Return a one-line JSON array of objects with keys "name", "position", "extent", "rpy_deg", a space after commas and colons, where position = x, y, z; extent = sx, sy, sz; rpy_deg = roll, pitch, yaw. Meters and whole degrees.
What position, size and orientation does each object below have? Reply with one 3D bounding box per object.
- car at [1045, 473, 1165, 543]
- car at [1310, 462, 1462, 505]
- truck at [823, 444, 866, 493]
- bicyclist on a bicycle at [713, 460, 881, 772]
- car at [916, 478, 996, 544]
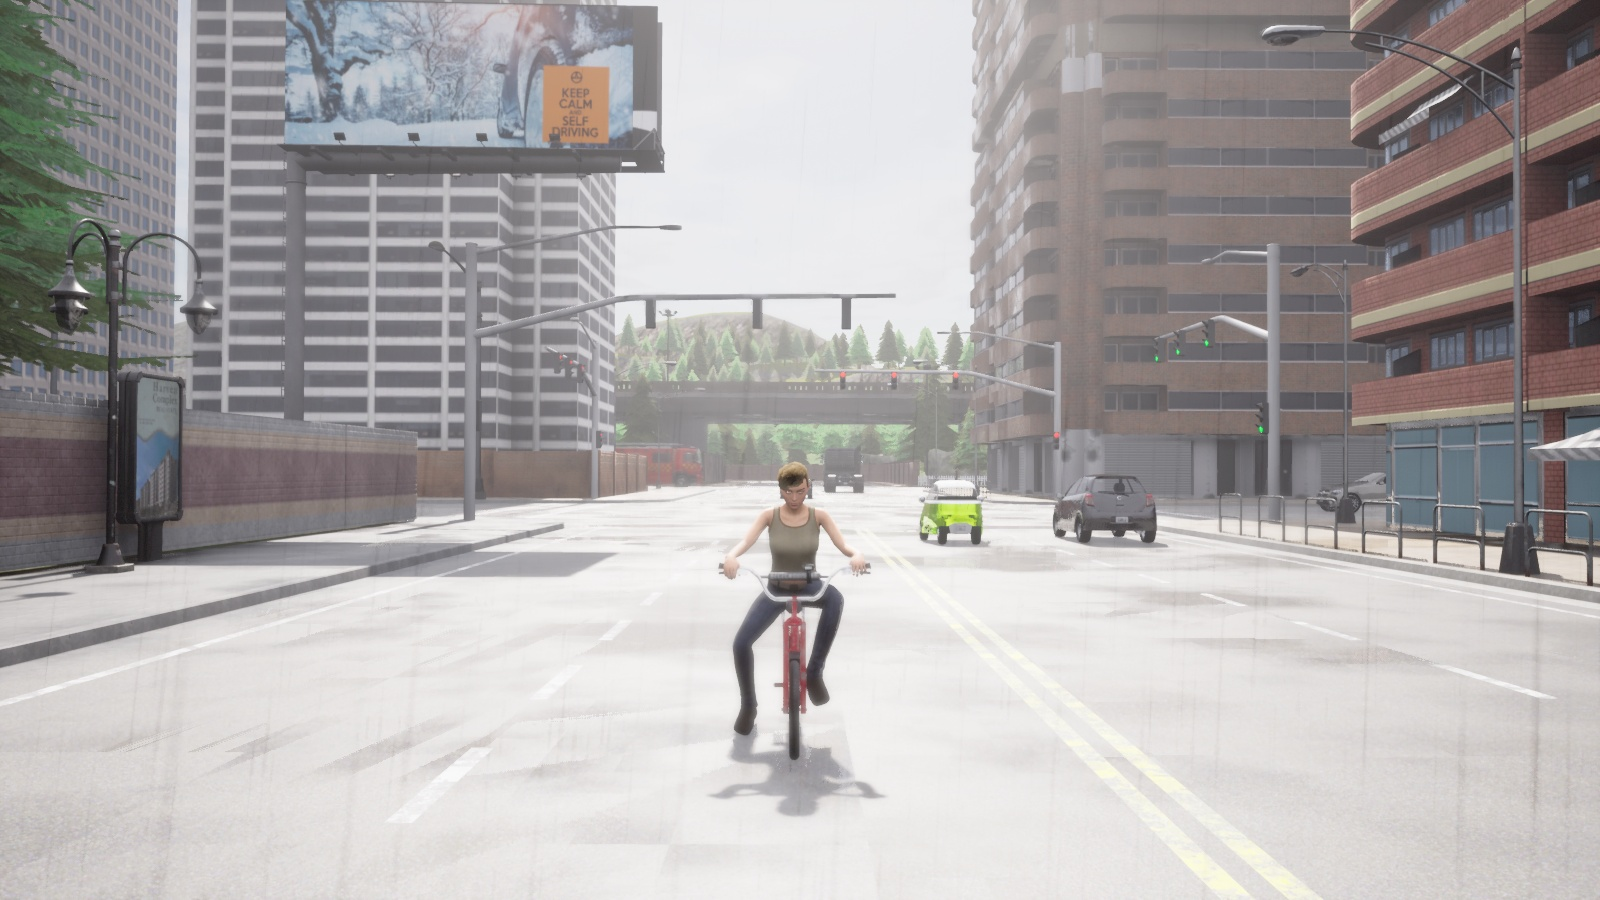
[{"name": "car", "position": [6.923, 1.283, 28.834], "extent": [1.845, 1.501, 3.633], "rpy_deg": [0, -1, 0]}, {"name": "car", "position": [23.241, 1.337, 49.939], "extent": [5.027, 1.651, 2.152], "rpy_deg": [0, -1, 0]}, {"name": "truck", "position": [3.248, 1.387, 93.549], "extent": [2.891, 3.462, 7.936], "rpy_deg": [0, -1, 0]}, {"name": "bicyclist on a bicycle", "position": [-0.027, 0.873, 7.275], "extent": [0.866, 1.612, 1.509], "rpy_deg": [0, -1, -1]}, {"name": "car", "position": [3.426, 1.322, 27.811], "extent": [1.481, 1.376, 2.207], "rpy_deg": [0, -1, 0]}]
